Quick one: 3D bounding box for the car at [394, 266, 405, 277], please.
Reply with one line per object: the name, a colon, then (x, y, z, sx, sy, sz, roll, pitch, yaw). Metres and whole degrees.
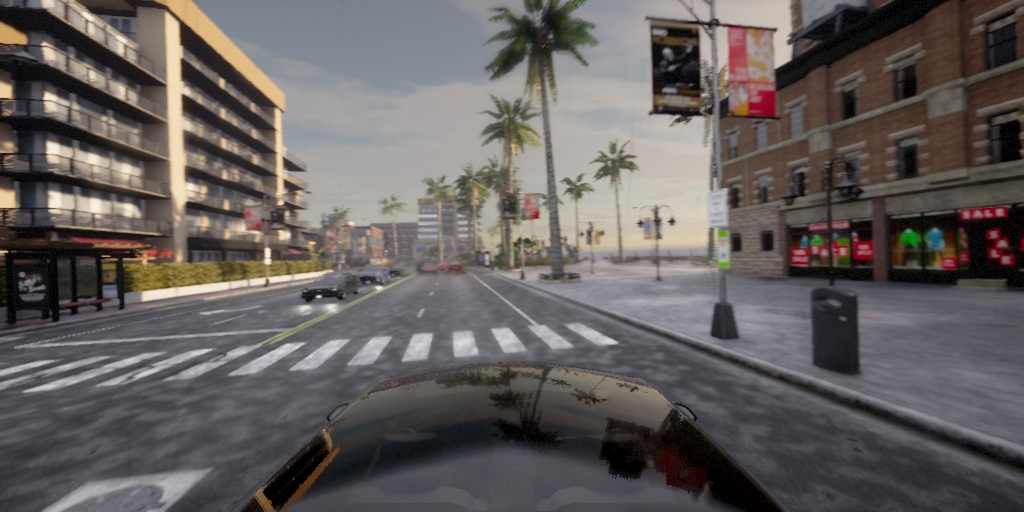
car: (-13.818, 1.807, 42.498, 1.895, 1.301, 4.718, -2, 0, -11)

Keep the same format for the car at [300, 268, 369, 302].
car: (-9.990, 1.635, 20.320, 2.033, 1.411, 5.357, -2, 0, -10)

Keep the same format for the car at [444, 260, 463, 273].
car: (-7.844, 1.468, 49.239, 1.882, 1.535, 5.008, -2, 0, -13)

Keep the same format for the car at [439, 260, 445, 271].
car: (-10.758, 1.438, 58.975, 2.097, 1.767, 4.553, -2, 0, -21)

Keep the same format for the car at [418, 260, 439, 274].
car: (-11.215, 1.674, 48.288, 1.994, 1.385, 4.181, -2, 0, -13)

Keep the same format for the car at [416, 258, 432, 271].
car: (-14.066, 1.424, 57.818, 2.150, 2.045, 5.566, -2, 0, -21)

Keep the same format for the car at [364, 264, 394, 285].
car: (-11.678, 1.492, 30.273, 2.097, 1.767, 4.553, -2, 0, -10)
